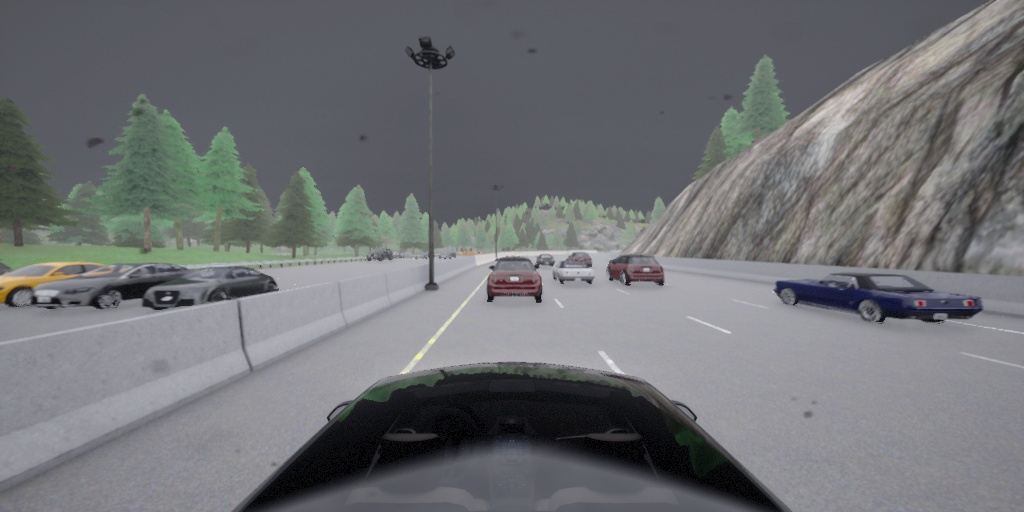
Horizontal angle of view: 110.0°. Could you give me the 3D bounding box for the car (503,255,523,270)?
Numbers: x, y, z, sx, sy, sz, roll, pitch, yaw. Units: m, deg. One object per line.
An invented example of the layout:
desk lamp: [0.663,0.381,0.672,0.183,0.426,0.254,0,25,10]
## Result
car: [0.139,0.617,37.213,1.895,1.301,4.718,0,1,1]

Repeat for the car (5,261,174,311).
car: [-14.104,1.003,13.251,2.128,1.511,4.902,0,1,0]

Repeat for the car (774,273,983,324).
car: [10.596,1.157,11.074,1.895,1.301,4.718,0,1,0]

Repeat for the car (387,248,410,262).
car: [-16.605,-0.129,54.457,1.895,1.301,4.718,0,1,5]

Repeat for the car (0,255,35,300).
car: [-21.103,0.873,12.776,2.097,1.767,4.553,0,1,0]

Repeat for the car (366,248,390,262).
car: [-20.090,-0.212,54.780,2.150,2.045,5.566,0,1,5]

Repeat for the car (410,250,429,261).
car: [-13.117,-0.154,54.161,2.128,1.511,4.902,0,1,5]

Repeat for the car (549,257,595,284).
car: [3.591,0.937,21.737,1.895,1.301,4.718,0,1,0]

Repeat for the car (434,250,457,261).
car: [-9.632,-0.147,53.837,2.128,1.511,4.902,0,1,5]

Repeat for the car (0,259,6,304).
car: [-17.605,0.976,13.852,1.882,1.535,5.008,0,1,0]

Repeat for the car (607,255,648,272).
car: [10.597,0.644,33.318,2.033,1.411,5.357,0,1,0]

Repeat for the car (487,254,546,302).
car: [0.095,0.822,15.227,2.097,1.767,4.553,0,1,0]

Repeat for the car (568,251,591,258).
car: [7.175,0.347,38.305,2.097,1.767,4.553,0,1,1]

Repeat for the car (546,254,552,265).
car: [3.686,0.495,39.493,1.812,1.442,4.674,0,1,1]

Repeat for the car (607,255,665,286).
car: [7.094,0.703,21.023,2.097,1.767,4.553,0,1,0]

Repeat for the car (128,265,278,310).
car: [-10.604,1.080,13.005,1.994,1.385,4.181,0,1,0]
